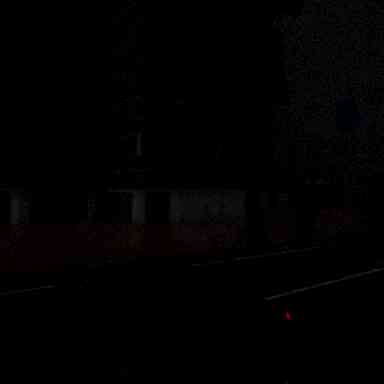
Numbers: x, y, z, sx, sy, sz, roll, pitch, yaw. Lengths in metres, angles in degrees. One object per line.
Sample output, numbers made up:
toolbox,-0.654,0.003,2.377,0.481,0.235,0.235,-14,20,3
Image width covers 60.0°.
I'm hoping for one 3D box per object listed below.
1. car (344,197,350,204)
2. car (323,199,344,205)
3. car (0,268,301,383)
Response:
car,40.711,2.189,84.013,2.152,1.636,5.027,1,0,-37
car,33.585,2.486,80.014,1.970,1.475,3.806,1,-2,-37
car,-0.816,1.575,3.388,4.181,1.385,1.994,1,0,-35
